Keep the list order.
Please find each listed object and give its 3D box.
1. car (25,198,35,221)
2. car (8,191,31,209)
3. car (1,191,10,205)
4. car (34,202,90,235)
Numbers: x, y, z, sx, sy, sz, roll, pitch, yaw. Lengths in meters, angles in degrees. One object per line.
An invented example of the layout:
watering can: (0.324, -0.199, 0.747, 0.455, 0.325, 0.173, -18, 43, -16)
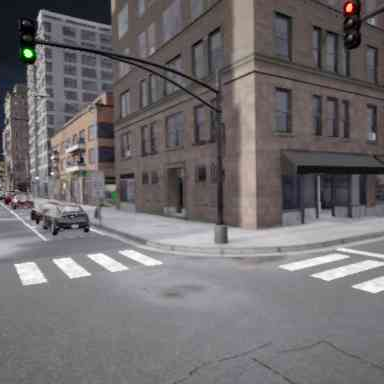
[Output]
car: (-9.416, 1.267, 21.596, 1.802, 1.307, 4.206, -2, 2, -32)
car: (-18.449, 0.970, 36.048, 1.967, 1.590, 4.097, -2, 2, -32)
car: (-24.472, 0.740, 45.683, 2.192, 1.841, 5.009, -2, 2, -32)
car: (-6.406, 1.287, 16.776, 2.008, 1.369, 4.403, -2, 2, -32)
